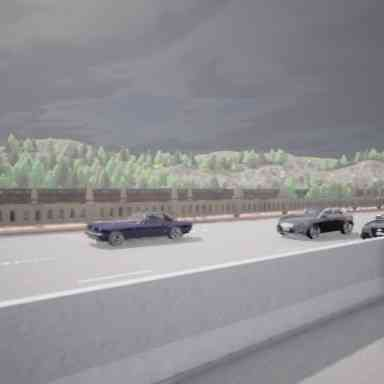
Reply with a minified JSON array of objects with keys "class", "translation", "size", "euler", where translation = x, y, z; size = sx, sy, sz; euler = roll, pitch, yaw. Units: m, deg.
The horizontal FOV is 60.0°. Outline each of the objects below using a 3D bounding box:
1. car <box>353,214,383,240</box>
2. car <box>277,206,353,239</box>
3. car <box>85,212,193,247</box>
[{"class":"car","translation":[9.506,1.564,15.095],"size":[4.181,1.385,1.994],"euler":[0,0,-36]},{"class":"car","translation":[6.447,1.492,17.206],"size":[4.902,1.511,2.128],"euler":[0,0,-36]},{"class":"car","translation":[-2.357,1.601,15.210],"size":[4.718,1.301,1.895],"euler":[0,0,-36]}]
